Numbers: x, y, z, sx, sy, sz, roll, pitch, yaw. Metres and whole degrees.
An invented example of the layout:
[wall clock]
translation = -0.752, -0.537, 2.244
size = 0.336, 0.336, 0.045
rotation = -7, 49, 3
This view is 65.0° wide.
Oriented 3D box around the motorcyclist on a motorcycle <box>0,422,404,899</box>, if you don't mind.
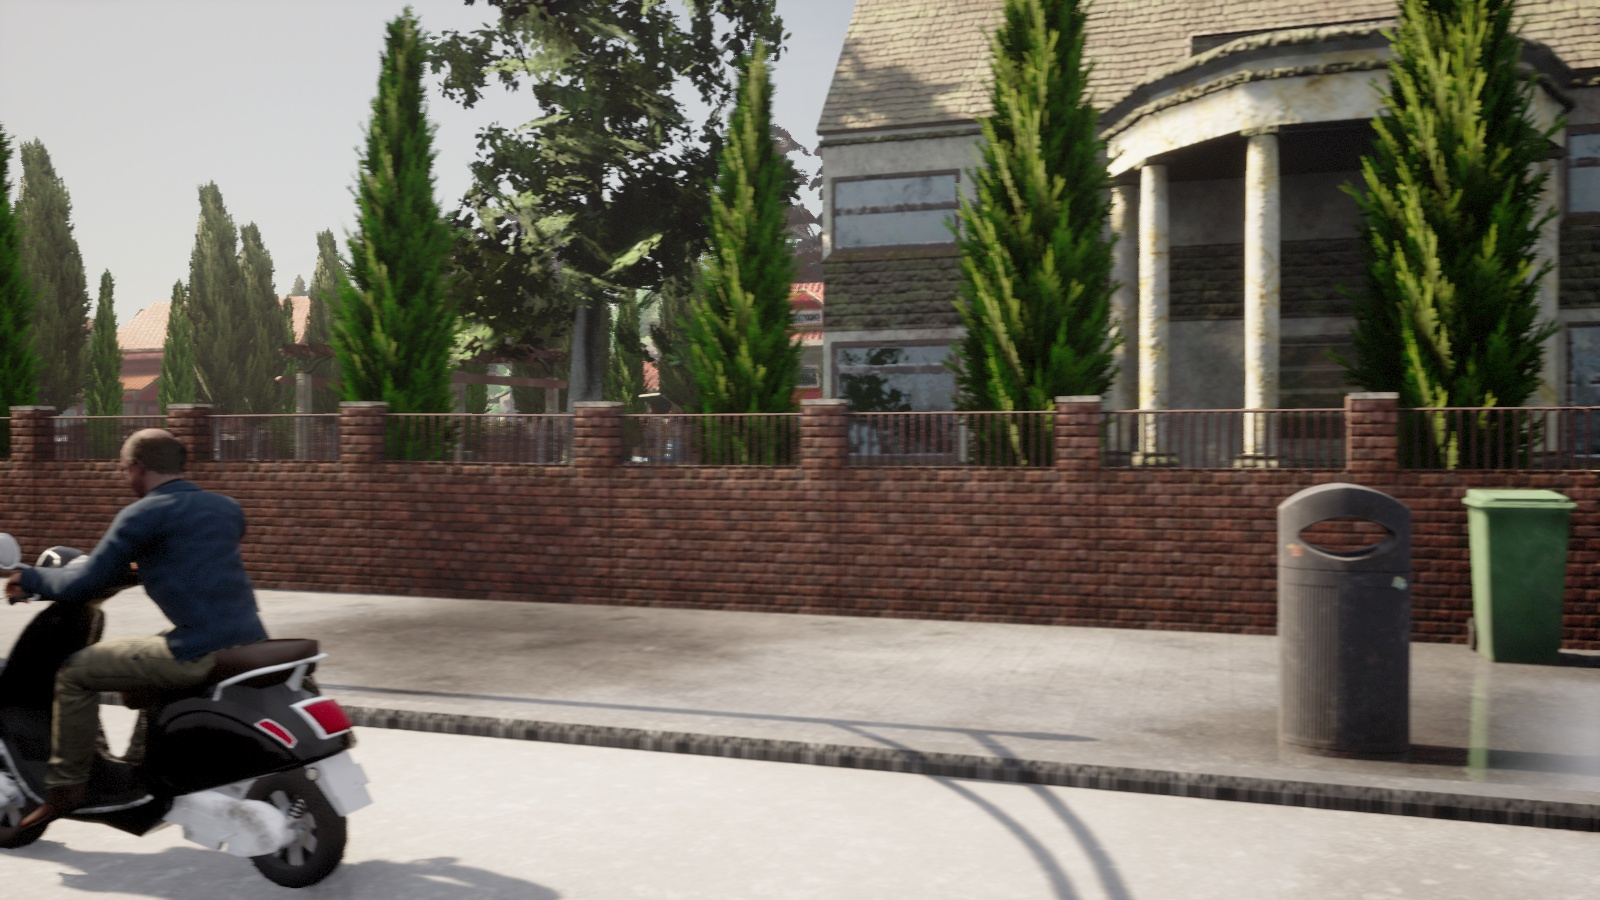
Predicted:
[motorcyclist on a motorcycle]
translation = -2.473, 0.698, 4.552
size = 1.817, 1.590, 0.866
rotation = 1, 1, 19
